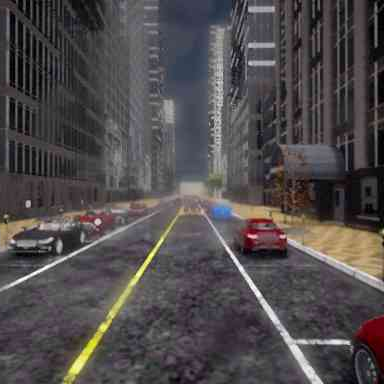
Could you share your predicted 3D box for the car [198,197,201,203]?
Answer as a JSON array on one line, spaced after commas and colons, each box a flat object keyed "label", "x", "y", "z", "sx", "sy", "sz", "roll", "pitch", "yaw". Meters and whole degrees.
[{"label": "car", "x": 2.656, "y": 2.105, "z": 70.521, "sx": 2.008, "sy": 1.369, "sz": 4.403, "roll": 0, "pitch": 0, "yaw": 0}]

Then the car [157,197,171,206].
[{"label": "car", "x": -5.723, "y": 2.065, "z": 64.828, "sx": 2.008, "sy": 1.369, "sz": 4.403, "roll": 0, "pitch": 0, "yaw": 0}]

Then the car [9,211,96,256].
[{"label": "car", "x": -5.698, "y": 1.670, "z": 13.596, "sx": 2.008, "sy": 1.369, "sz": 4.403, "roll": 0, "pitch": 0, "yaw": 0}]

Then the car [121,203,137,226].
[{"label": "car", "x": -5.703, "y": 1.759, "z": 24.981, "sx": 2.008, "sy": 1.369, "sz": 4.403, "roll": 0, "pitch": 0, "yaw": 0}]

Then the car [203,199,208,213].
[{"label": "car", "x": 2.669, "y": 1.922, "z": 42.058, "sx": 1.802, "sy": 1.307, "sz": 4.206, "roll": 0, "pitch": 0, "yaw": 0}]

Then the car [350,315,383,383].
[{"label": "car", "x": 2.688, "y": 1.603, "z": 2.211, "sx": 1.802, "sy": 1.307, "sz": 4.206, "roll": 0, "pitch": -1, "yaw": 0}]

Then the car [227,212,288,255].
[{"label": "car", "x": 2.683, "y": 1.701, "z": 13.599, "sx": 1.802, "sy": 1.307, "sz": 4.206, "roll": 0, "pitch": 0, "yaw": 0}]

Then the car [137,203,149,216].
[{"label": "car", "x": -5.709, "y": 1.878, "z": 36.365, "sx": 1.802, "sy": 1.307, "sz": 4.206, "roll": 0, "pitch": 0, "yaw": 0}]

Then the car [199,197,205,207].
[{"label": "car", "x": 2.661, "y": 2.054, "z": 59.136, "sx": 1.802, "sy": 1.307, "sz": 4.206, "roll": 0, "pitch": 0, "yaw": 0}]

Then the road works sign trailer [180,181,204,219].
[{"label": "road works sign trailer", "x": -0.016, "y": 0.732, "z": 32.701, "sx": 2.380, "sy": 3.560, "sz": 2.880, "roll": 0, "pitch": 0, "yaw": 0}]

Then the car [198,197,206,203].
[{"label": "car", "x": 2.647, "y": 2.104, "z": 87.598, "sx": 1.967, "sy": 1.590, "sz": 4.097, "roll": 0, "pitch": 0, "yaw": 0}]

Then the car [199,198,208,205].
[{"label": "car", "x": 2.653, "y": 2.143, "z": 76.213, "sx": 2.008, "sy": 1.369, "sz": 4.403, "roll": 0, "pitch": 0, "yaw": 0}]

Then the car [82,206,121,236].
[{"label": "car", "x": -5.701, "y": 1.604, "z": 19.290, "sx": 1.967, "sy": 1.590, "sz": 4.097, "roll": 0, "pitch": 0, "yaw": 0}]

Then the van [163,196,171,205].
[{"label": "van", "x": -5.728, "y": 1.933, "z": 76.214, "sx": 1.690, "sy": 1.788, "sz": 3.998, "roll": 0, "pitch": 0, "yaw": 0}]

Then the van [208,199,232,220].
[{"label": "van", "x": 2.675, "y": 1.593, "z": 30.677, "sx": 1.690, "sy": 1.788, "sz": 3.998, "roll": 0, "pitch": 0, "yaw": 0}]

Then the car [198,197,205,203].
[{"label": "car", "x": 2.644, "y": 2.139, "z": 93.290, "sx": 1.967, "sy": 1.590, "sz": 4.097, "roll": 0, "pitch": 0, "yaw": 0}]

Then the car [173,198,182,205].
[{"label": "car", "x": -3.035, "y": 2.059, "z": 71.676, "sx": 1.837, "sy": 1.490, "sz": 4.892, "roll": 0, "pitch": 0, "yaw": 0}]
